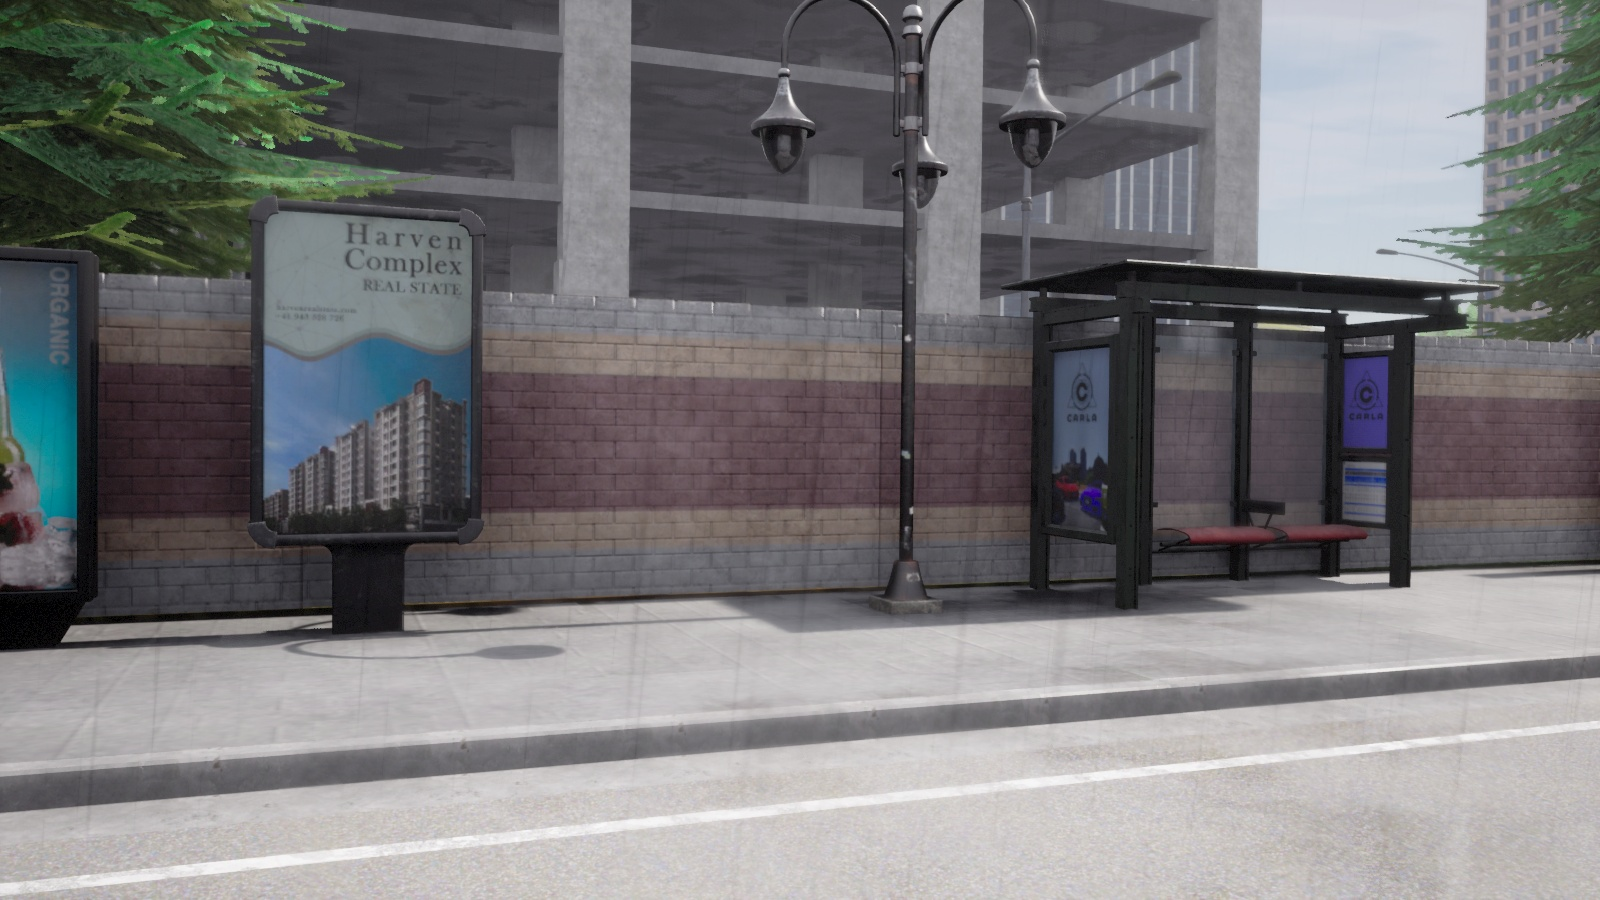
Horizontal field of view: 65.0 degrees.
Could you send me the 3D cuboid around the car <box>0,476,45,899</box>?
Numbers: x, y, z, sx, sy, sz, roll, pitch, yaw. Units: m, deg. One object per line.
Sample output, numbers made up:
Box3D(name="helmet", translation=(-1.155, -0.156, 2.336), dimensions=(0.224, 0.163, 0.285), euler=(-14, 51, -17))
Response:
Box3D(name="car", translation=(-3.928, 0.838, 1.747), dimensions=(4.674, 1.442, 1.812), euler=(-1, 1, -21))
